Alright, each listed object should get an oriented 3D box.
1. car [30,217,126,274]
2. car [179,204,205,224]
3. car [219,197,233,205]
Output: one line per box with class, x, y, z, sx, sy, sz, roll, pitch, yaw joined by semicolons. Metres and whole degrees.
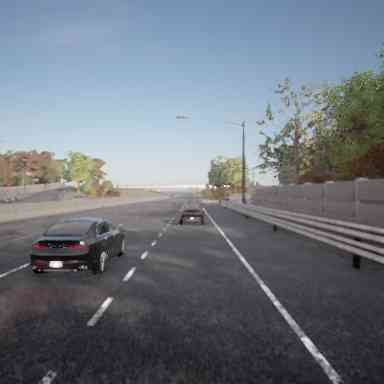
car;-3.399;1.577;10.742;1.837;1.490;4.892;0;0;0
car;0.000;1.698;26.744;1.837;1.490;4.892;0;0;0
car;9.216;2.479;90.056;2.150;2.045;5.566;0;-2;27
